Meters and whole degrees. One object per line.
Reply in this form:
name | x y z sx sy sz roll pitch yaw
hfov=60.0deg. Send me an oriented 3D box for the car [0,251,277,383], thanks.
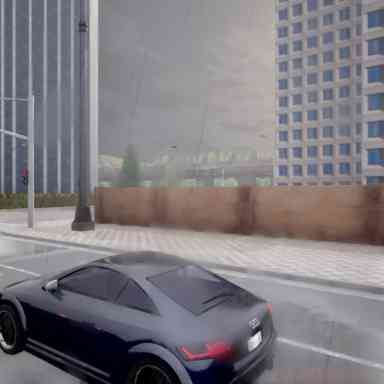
car | -0.977 1.564 4.700 4.181 1.385 1.994 0 0 35
